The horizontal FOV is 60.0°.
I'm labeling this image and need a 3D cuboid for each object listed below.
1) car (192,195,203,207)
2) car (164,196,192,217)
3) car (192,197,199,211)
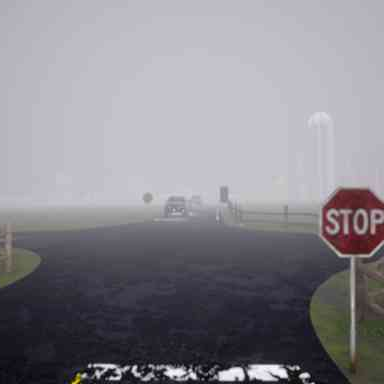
[{"bbox_3d":[0.784,1.593,59.355,2.150,2.045,5.566,0,0,6],"label":"car"},{"bbox_3d":[-1.543,1.449,35.063,2.150,2.045,5.566,0,0,4],"label":"car"},{"bbox_3d":[-0.684,1.783,45.405,2.128,1.511,4.902,0,0,6],"label":"car"}]
